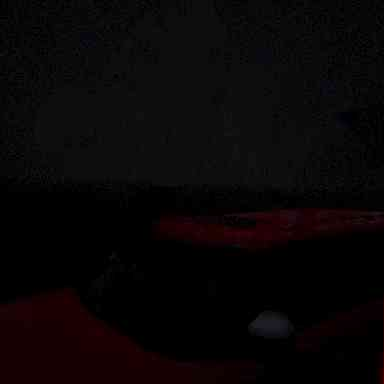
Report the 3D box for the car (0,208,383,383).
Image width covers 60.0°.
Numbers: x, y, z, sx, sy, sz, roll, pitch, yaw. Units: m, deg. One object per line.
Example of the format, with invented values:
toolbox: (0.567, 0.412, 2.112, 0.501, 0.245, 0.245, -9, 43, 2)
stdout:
car: (0.464, 1.227, 3.134, 5.566, 2.045, 2.150, 0, 0, -34)
